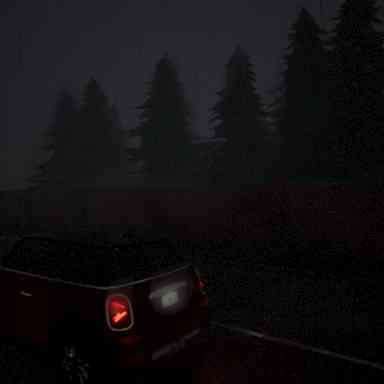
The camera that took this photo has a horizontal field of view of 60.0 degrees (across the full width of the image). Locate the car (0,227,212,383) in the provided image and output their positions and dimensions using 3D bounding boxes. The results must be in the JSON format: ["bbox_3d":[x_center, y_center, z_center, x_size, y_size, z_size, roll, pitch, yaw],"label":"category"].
[{"bbox_3d":[-2.004,1.385,5.421,4.553,1.767,2.097,-1,0,35],"label":"car"}]
